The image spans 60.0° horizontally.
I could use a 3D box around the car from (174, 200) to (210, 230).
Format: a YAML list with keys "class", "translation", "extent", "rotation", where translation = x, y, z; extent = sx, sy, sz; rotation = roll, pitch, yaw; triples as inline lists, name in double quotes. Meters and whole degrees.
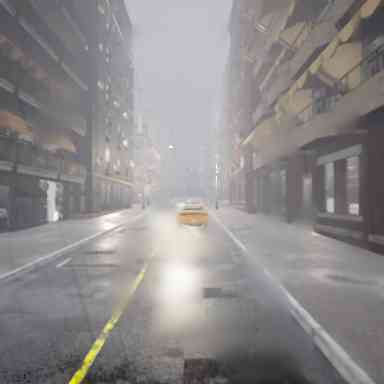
- class: "car"
  translation: [0.094, 1.477, 21.271]
  extent: [1.882, 1.535, 5.008]
  rotation: [0, 0, 0]

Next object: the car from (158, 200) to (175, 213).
- class: "car"
  translation: [-2.762, 1.622, 37.949]
  extent: [1.895, 1.301, 4.718]
  rotation: [0, 0, 0]
